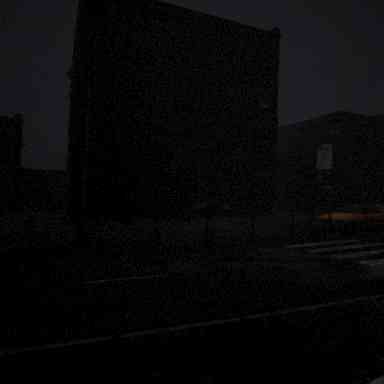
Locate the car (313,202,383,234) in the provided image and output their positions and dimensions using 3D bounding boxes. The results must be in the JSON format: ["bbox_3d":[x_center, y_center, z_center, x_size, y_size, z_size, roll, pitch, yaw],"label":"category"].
[{"bbox_3d":[9.100,1.331,18.239,5.366,1.575,1.946,-1,0,-26],"label":"car"}]
